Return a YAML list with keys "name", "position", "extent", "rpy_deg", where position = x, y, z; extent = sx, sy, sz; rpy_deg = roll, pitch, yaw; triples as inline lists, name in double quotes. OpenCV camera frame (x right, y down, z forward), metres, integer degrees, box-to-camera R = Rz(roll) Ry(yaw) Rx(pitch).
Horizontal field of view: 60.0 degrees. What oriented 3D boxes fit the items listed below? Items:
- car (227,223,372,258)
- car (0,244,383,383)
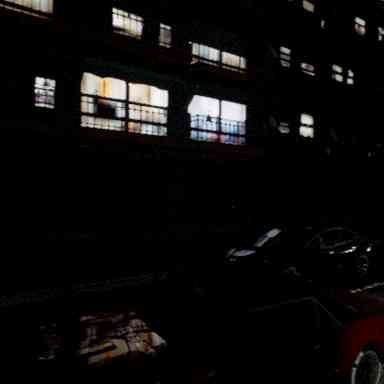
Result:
- name: "car"
  position: [2.770, 1.496, 8.367]
  extent: [4.313, 1.339, 1.947]
  rpy_deg: [0, 2, -33]
- name: "car"
  position: [0.200, 1.567, 3.470]
  extent: [4.718, 1.301, 1.895]
  rpy_deg: [0, 1, -33]
